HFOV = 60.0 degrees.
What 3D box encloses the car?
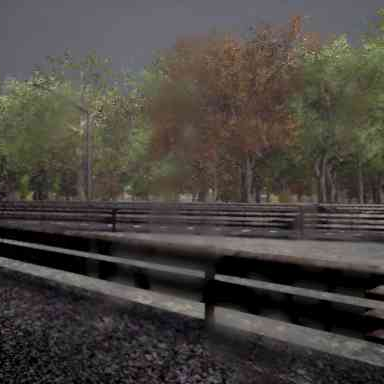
[{"bbox_3d":[7.233,1.577,20.505,4.892,1.490,1.837,-1,0,18],"label":"car"}]
